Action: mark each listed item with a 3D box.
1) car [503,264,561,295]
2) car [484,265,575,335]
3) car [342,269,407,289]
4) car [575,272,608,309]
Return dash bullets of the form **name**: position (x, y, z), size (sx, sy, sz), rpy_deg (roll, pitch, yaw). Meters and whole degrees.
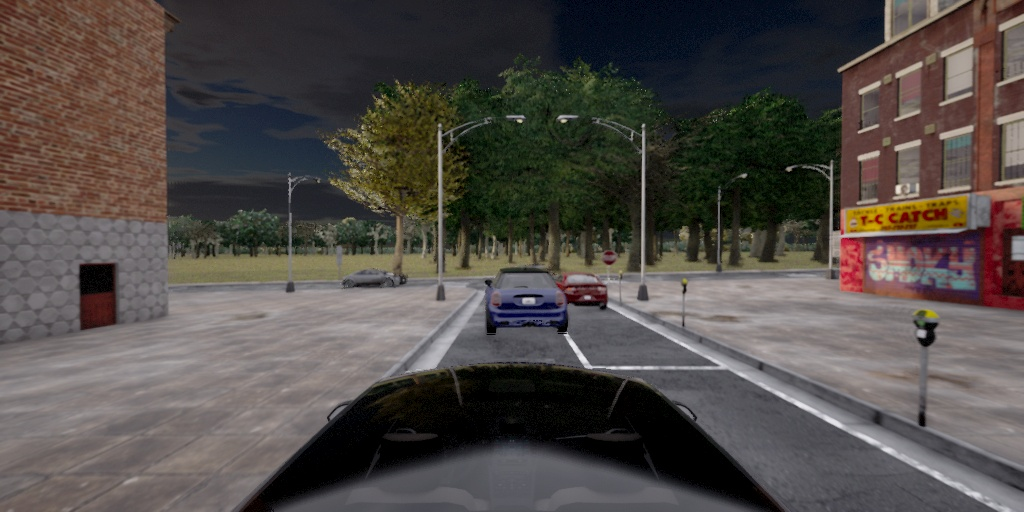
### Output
- **car**: position (1.352, 1.269, 21.460), size (2.128, 1.511, 4.902), rpy_deg (0, 0, 20)
- **car**: position (0.259, 1.118, 10.823), size (2.097, 1.767, 4.553), rpy_deg (0, 0, -4)
- **car**: position (-9.594, 1.576, 25.154), size (4.181, 1.385, 1.994), rpy_deg (-1, 1, 0)
- **car**: position (2.641, 1.318, 14.705), size (1.888, 1.381, 4.507), rpy_deg (0, 0, 0)
